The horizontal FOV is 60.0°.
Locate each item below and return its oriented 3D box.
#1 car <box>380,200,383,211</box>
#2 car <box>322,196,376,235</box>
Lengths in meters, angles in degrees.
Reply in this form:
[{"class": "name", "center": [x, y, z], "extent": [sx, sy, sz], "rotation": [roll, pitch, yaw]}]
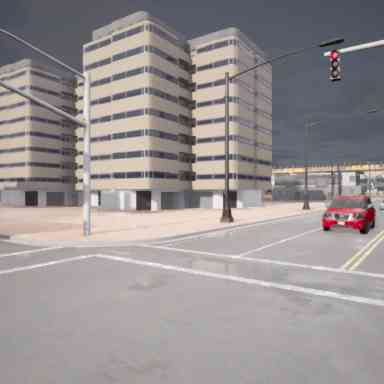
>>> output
[{"class": "car", "center": [23.834, 1.583, 40.042], "extent": [1.895, 1.301, 4.718], "rotation": [0, 0, 35]}, {"class": "car", "center": [9.332, 1.248, 19.529], "extent": [2.150, 2.045, 5.566], "rotation": [0, 0, 35]}]
